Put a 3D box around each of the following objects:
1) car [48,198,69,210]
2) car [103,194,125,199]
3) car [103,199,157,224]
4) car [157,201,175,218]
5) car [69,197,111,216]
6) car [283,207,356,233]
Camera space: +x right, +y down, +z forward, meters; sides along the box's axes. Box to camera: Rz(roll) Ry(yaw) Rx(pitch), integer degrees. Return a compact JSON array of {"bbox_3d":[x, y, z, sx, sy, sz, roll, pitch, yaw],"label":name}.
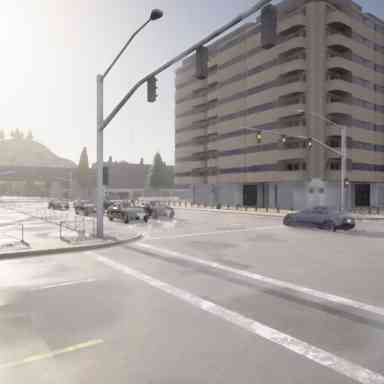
[{"bbox_3d":[-17.359,1.547,43.251,2.128,1.511,4.902,0,0,-35],"label":"car"},{"bbox_3d":[-9.065,1.277,37.573,2.150,2.045,5.566,0,0,-35],"label":"car"},{"bbox_3d":[-5.032,1.547,25.819,2.128,1.511,4.902,0,0,-35],"label":"car"},{"bbox_3d":[-3.365,1.547,29.522,2.128,1.511,4.902,0,0,-35],"label":"car"},{"bbox_3d":[-10.279,1.547,33.231,2.128,1.511,4.902,0,0,-35],"label":"car"},{"bbox_3d":[7.670,1.593,20.341,1.994,1.385,4.181,0,0,-35],"label":"car"}]
